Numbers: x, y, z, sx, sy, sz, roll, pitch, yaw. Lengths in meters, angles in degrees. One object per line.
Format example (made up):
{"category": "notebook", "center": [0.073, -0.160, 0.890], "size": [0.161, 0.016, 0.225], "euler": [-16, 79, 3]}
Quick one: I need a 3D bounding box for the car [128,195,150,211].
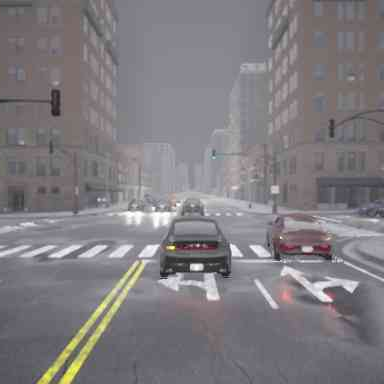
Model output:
{"category": "car", "center": [-6.626, 1.473, 40.764], "size": [2.128, 1.511, 4.902], "euler": [0, 0, -1]}

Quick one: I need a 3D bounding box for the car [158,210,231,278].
{"category": "car", "center": [0.037, 1.503, 10.164], "size": [1.837, 1.490, 4.892], "euler": [0, 0, -2]}

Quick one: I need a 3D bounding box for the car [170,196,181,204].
{"category": "car", "center": [-3.283, 1.556, 65.417], "size": [1.895, 1.301, 4.718], "euler": [0, 0, 0]}

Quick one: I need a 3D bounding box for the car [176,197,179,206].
{"category": "car", "center": [-3.358, 1.329, 49.221], "size": [2.097, 1.767, 4.553], "euler": [0, 0, 0]}

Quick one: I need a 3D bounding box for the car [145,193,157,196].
{"category": "car", "center": [-6.586, 1.192, 52.934], "size": [2.150, 2.045, 5.566], "euler": [0, 0, 0]}

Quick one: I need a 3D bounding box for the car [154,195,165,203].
{"category": "car", "center": [-6.525, 1.457, 67.429], "size": [1.837, 1.490, 4.892], "euler": [0, 0, 0]}

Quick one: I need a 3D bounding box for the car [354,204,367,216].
{"category": "car", "center": [16.102, 1.308, 27.790], "size": [4.674, 1.442, 1.812], "euler": [-1, 0, 1]}

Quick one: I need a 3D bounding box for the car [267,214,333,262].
{"category": "car", "center": [3.809, 1.521, 12.169], "size": [1.812, 1.442, 4.674], "euler": [0, 0, 9]}

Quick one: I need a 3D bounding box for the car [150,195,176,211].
{"category": "car", "center": [-3.355, 1.474, 39.373], "size": [2.128, 1.511, 4.902], "euler": [0, 0, -1]}

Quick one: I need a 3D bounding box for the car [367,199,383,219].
{"category": "car", "center": [16.369, 1.317, 24.545], "size": [5.357, 1.411, 2.033], "euler": [-1, 0, 0]}

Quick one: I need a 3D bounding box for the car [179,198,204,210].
{"category": "car", "center": [0.064, 1.340, 33.460], "size": [2.097, 1.767, 4.553], "euler": [0, 0, 0]}
